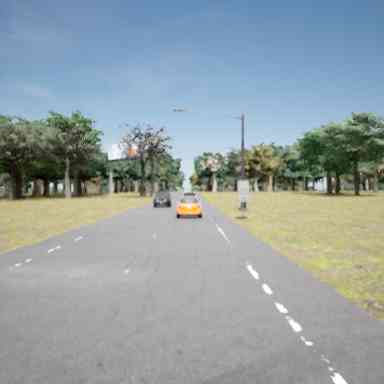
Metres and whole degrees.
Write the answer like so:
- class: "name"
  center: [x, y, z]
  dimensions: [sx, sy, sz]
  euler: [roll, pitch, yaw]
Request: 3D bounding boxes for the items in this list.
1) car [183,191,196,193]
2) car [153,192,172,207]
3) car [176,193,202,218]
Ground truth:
- class: "car"
  center: [-0.314, 0.930, 44.469]
  dimensions: [2.150, 2.045, 5.566]
  euler: [0, 1, 0]
- class: "car"
  center: [-3.876, 0.970, 44.329]
  dimensions: [2.150, 2.045, 5.566]
  euler: [0, 1, 0]
- class: "car"
  center: [-0.236, 1.223, 28.874]
  dimensions: [2.097, 1.767, 4.553]
  euler: [0, 0, 0]
